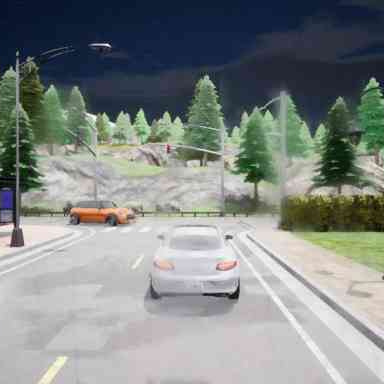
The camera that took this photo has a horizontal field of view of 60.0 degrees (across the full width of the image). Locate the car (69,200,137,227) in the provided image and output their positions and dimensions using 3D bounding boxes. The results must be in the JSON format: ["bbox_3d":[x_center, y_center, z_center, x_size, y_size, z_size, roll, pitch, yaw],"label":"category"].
[{"bbox_3d":[-5.997,1.361,22.593,4.553,1.767,2.097,0,0,22],"label":"car"}]

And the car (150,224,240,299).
[{"bbox_3d":[0.077,1.526,8.310,1.812,1.442,4.674,0,0,1],"label":"car"}]
